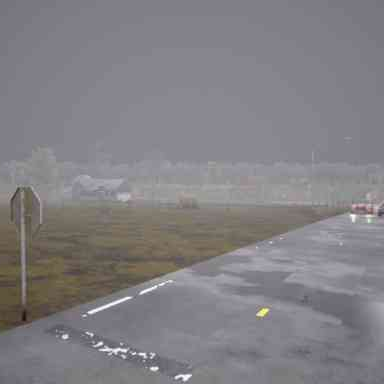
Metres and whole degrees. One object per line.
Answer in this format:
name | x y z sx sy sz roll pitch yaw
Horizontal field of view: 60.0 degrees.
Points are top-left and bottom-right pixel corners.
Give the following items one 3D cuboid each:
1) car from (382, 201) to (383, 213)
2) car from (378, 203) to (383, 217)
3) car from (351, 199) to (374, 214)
car | 25.429 1.896 42.539 1.812 1.442 4.674 0 -1 32
car | 20.273 1.796 34.106 1.994 1.385 4.181 0 -1 32
car | 20.032 1.644 39.049 2.097 1.767 4.553 0 -1 32
